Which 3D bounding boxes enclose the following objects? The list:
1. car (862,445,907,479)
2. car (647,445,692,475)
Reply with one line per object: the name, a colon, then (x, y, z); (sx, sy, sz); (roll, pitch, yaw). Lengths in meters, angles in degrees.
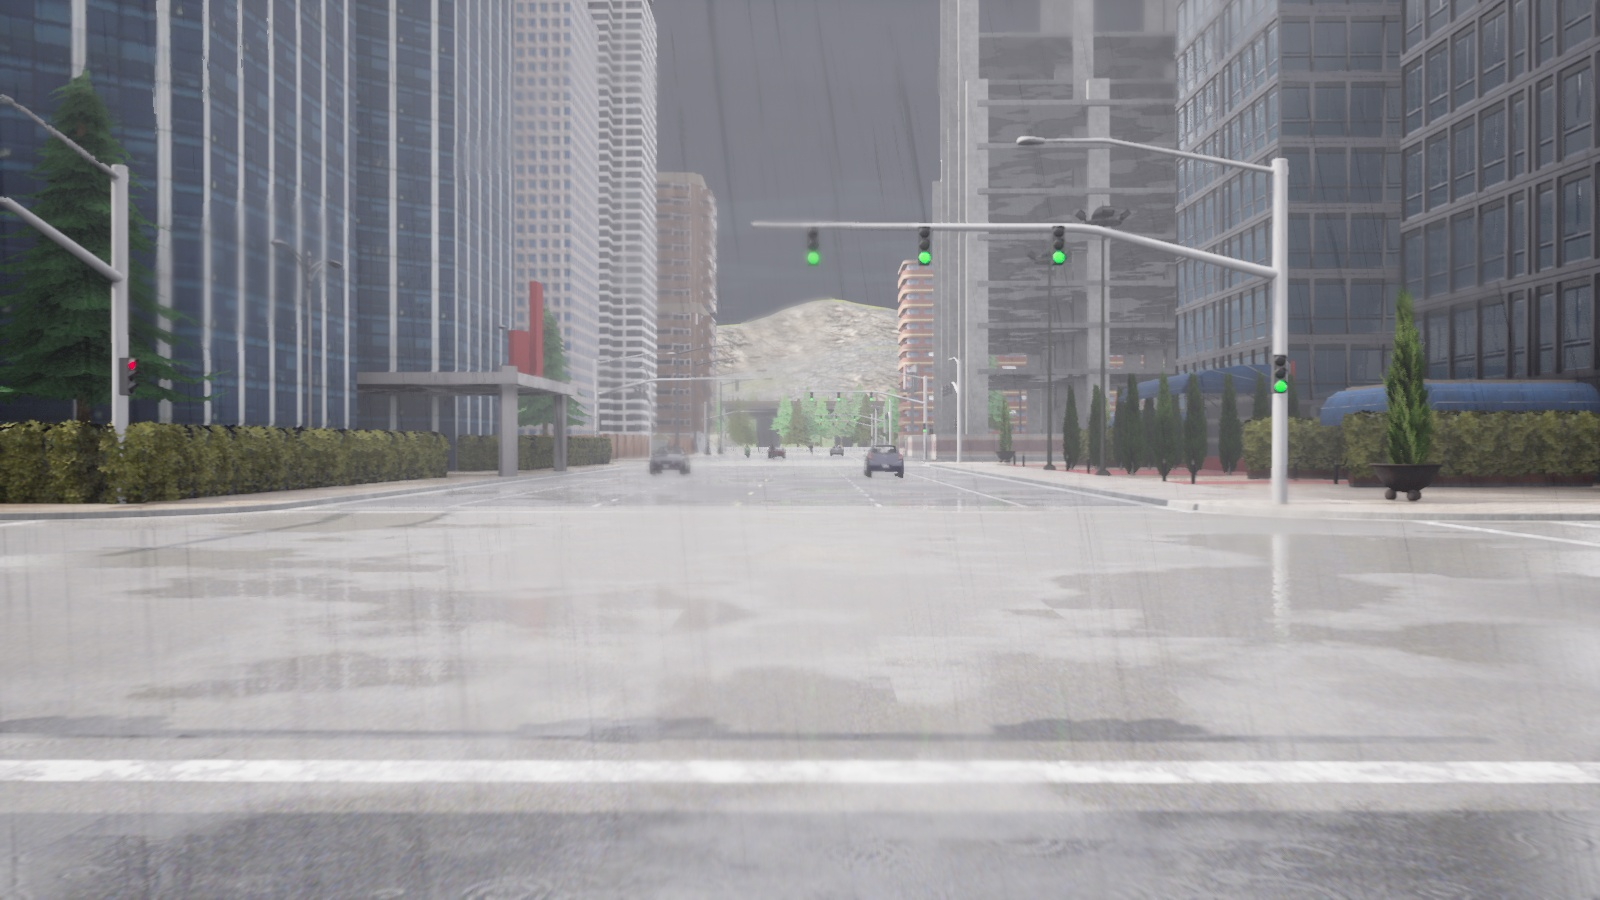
car: (3.846, 0.541, 57.903); (1.845, 1.501, 3.633); (0, 0, 0)
car: (-6.620, 0.509, 63.926); (1.816, 1.474, 4.193); (0, 0, 0)
